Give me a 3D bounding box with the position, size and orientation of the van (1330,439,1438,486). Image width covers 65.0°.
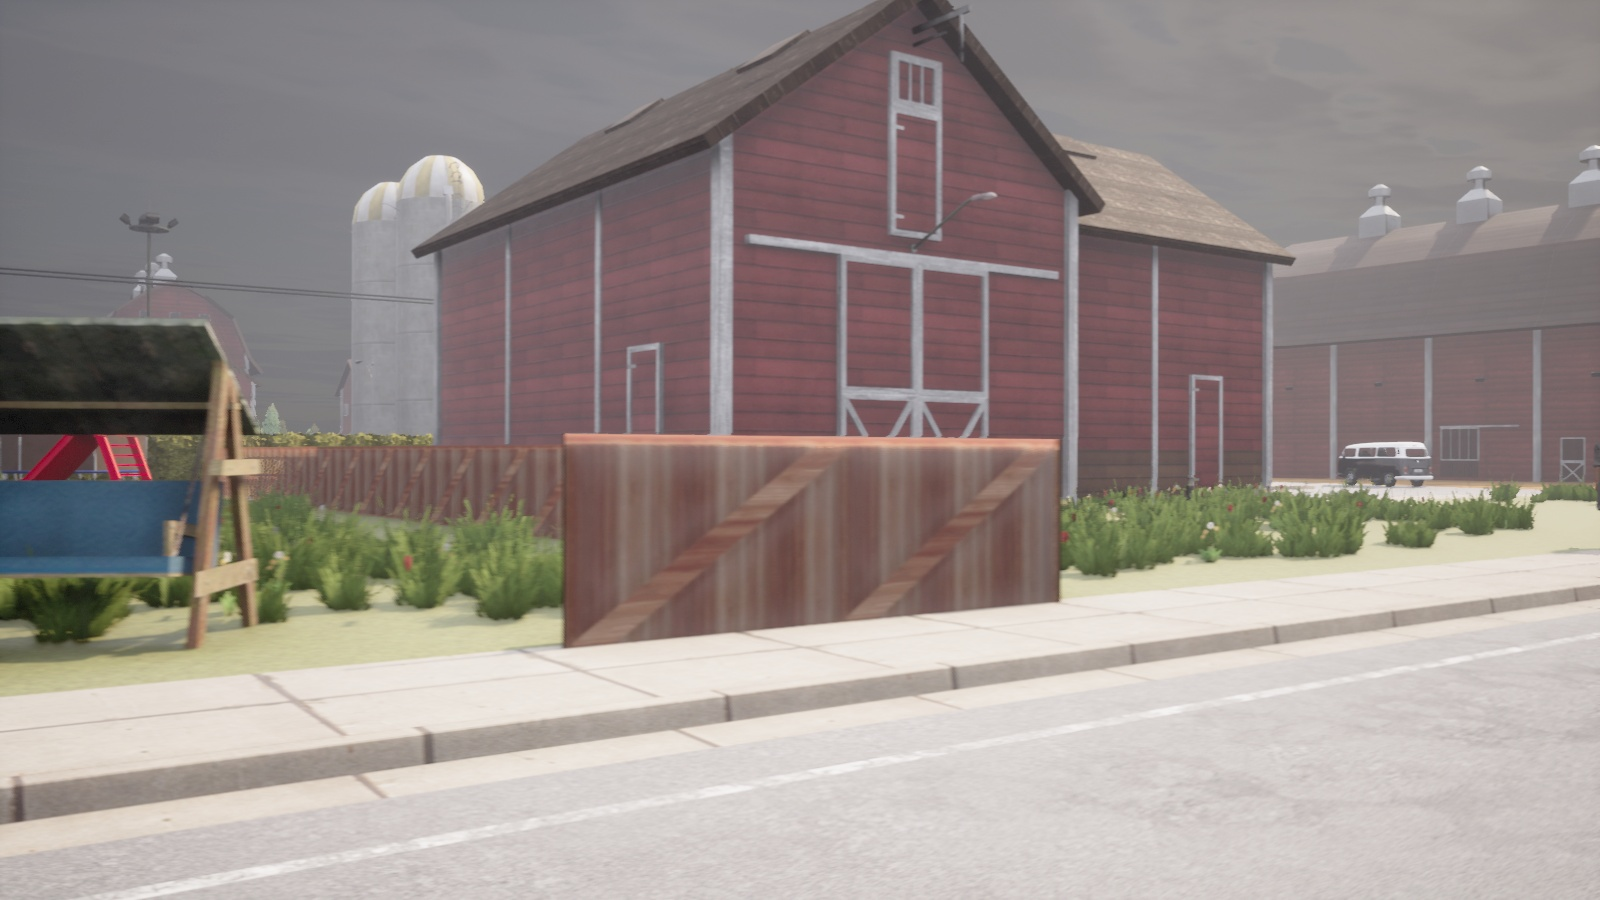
[{"bbox_3d":[26.752,0.544,57.689,2.069,2.038,4.480,0,0,-16],"label":"van"}]

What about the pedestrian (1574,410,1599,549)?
[{"bbox_3d":[11.588,0.419,17.867,0.873,1.952,0.659,0,0,-34],"label":"pedestrian"}]
